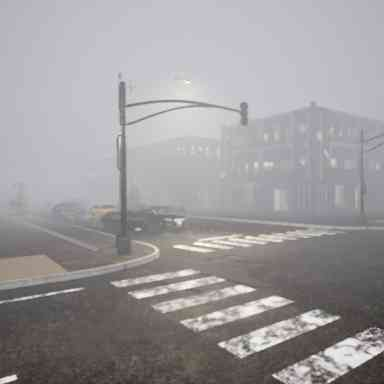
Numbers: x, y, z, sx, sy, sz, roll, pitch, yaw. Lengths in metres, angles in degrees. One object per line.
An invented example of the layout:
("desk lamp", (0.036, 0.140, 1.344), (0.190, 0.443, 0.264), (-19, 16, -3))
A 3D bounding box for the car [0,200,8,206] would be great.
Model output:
("car", (-44.388, 2.552, 77.453), (2.008, 1.369, 4.403), (-1, 0, -35))

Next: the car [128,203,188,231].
("car", (-2.187, 1.708, 22.602), (2.128, 1.511, 4.902), (-1, 0, -35))

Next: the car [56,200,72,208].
("car", (-24.727, 2.224, 64.269), (1.887, 1.381, 4.507), (-2, 0, -35))

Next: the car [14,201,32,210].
("car", (-28.249, 2.234, 54.761), (1.752, 1.417, 4.829), (-1, 0, -35))

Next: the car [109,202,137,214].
("car", (-8.685, 1.959, 41.716), (1.802, 1.307, 4.206), (-2, 0, -35))

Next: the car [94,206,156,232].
("car", (-4.362, 1.811, 20.969), (1.947, 1.339, 4.313), (-2, 0, -35))

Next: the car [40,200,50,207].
("car", (-26.133, 2.185, 61.792), (2.128, 1.511, 4.902), (-1, 0, -35))

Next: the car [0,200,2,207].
("car", (-41.182, 2.384, 72.942), (1.967, 1.590, 4.097), (-1, 0, -35))

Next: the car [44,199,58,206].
("car", (-31.143, 2.361, 73.291), (1.947, 1.339, 4.313), (-2, 0, -35))

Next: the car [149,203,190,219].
("car", (-2.270, 1.801, 32.695), (2.008, 1.369, 4.403), (-2, 0, -35))

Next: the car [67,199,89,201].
("car", (-13.984, 1.928, 39.212), (1.882, 1.535, 5.008), (-1, 0, -35))

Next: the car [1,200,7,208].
("car", (-34.764, 2.379, 63.922), (2.008, 1.369, 4.403), (-1, 0, -35))

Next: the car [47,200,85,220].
("car", (-12.309, 1.845, 32.347), (1.967, 1.590, 4.097), (-2, 0, -35))

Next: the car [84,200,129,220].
("car", (-7.987, 1.811, 30.765), (1.882, 1.535, 5.008), (-1, 0, -36))
